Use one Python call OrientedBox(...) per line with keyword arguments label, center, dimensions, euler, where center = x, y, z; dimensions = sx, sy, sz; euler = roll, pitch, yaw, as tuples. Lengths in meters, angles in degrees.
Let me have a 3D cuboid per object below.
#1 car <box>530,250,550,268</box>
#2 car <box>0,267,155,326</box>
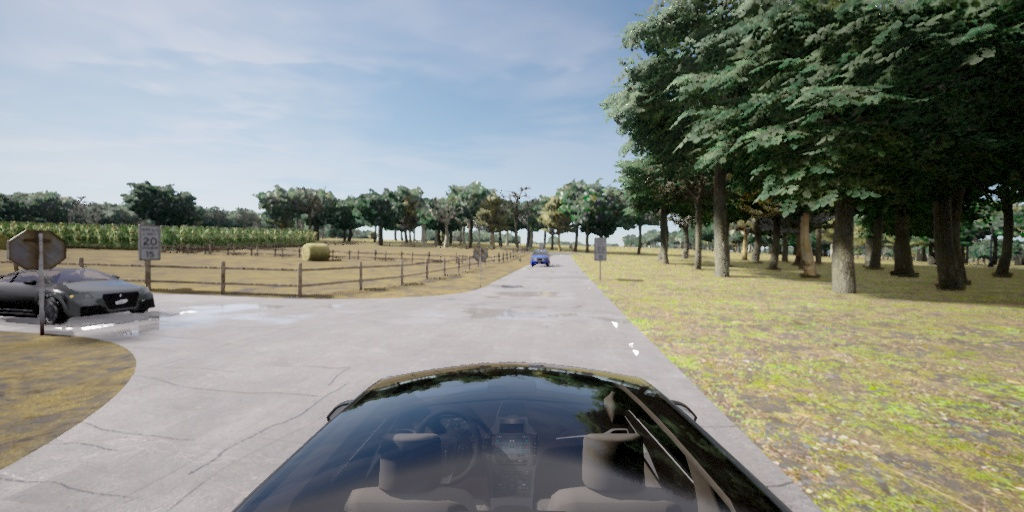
OrientedBox(label="car", center=(3.510, 0.284, 44.103), dimensions=(2.150, 2.045, 5.566), euler=(0, 2, 8))
OrientedBox(label="car", center=(-12.652, 1.035, 10.156), dimensions=(4.181, 1.385, 1.994), euler=(1, 1, 10))
